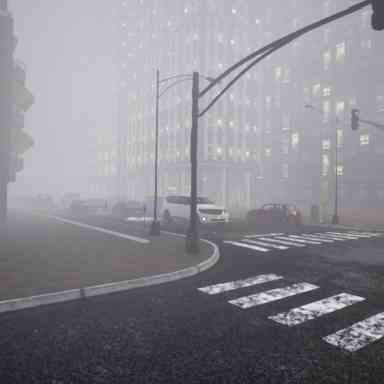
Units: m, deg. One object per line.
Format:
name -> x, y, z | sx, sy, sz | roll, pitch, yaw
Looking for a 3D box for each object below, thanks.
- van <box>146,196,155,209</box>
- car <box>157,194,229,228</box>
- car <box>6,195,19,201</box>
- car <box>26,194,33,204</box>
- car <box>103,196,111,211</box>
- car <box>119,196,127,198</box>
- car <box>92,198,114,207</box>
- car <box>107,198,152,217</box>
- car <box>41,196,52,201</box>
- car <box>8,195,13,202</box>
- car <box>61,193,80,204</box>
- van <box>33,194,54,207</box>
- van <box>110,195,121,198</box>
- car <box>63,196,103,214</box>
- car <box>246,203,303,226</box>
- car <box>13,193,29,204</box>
van -> -4.008, 1.382, 37.772 | 1.690, 1.788, 3.998 | 1, -1, -35
car -> 0.012, 1.170, 22.098 | 2.150, 2.045, 5.566 | 1, -1, -35
car -> -40.255, 1.378, 74.390 | 2.008, 1.369, 4.403 | 1, -1, -35
car -> -23.917, 1.432, 51.352 | 1.802, 1.307, 4.206 | 1, -1, -35
car -> -11.650, 1.468, 38.546 | 2.033, 1.411, 5.357 | 1, -1, -35
car -> -7.279, 1.584, 42.377 | 2.008, 1.369, 4.403 | 1, -1, -35
car -> -13.815, 1.586, 51.592 | 1.947, 1.339, 4.313 | 1, -1, -35
car -> -5.771, 1.498, 30.252 | 1.994, 1.385, 4.181 | 1, -1, -35
car -> -36.689, 1.570, 83.844 | 1.802, 1.307, 4.206 | 1, -1, -35
car -> -36.988, 1.397, 69.783 | 1.947, 1.339, 4.313 | 1, -1, -35
car -> -20.455, 1.182, 56.316 | 2.150, 2.045, 5.566 | 1, -1, -35
van -> -20.646, 1.197, 46.747 | 1.690, 1.788, 3.998 | 1, -1, -35
van -> -10.543, 1.368, 46.987 | 1.690, 1.788, 3.998 | 1, -1, -35
car -> -10.847, 1.427, 32.923 | 2.008, 1.369, 4.403 | 1, -1, -35
car -> 5.793, 1.505, 23.949 | 1.967, 1.590, 4.097 | 1, -1, -35
car -> -30.448, 1.155, 60.570 | 2.192, 1.841, 5.009 | 1, -1, -35
